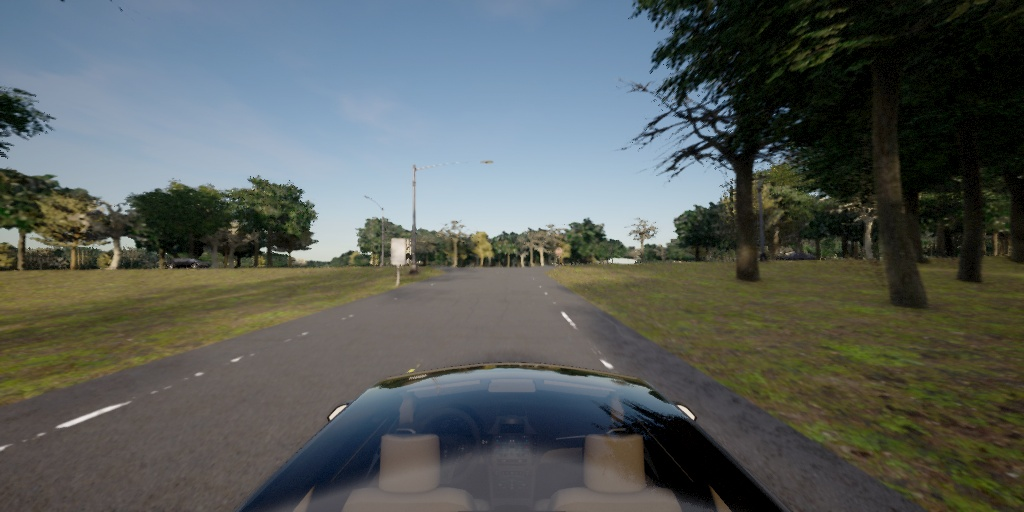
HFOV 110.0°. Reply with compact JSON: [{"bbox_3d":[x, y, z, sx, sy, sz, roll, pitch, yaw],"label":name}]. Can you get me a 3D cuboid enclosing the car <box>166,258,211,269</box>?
[{"bbox_3d":[-43.134,1.039,47.861,5.008,1.535,1.882,0,-3,1],"label":"car"}]
